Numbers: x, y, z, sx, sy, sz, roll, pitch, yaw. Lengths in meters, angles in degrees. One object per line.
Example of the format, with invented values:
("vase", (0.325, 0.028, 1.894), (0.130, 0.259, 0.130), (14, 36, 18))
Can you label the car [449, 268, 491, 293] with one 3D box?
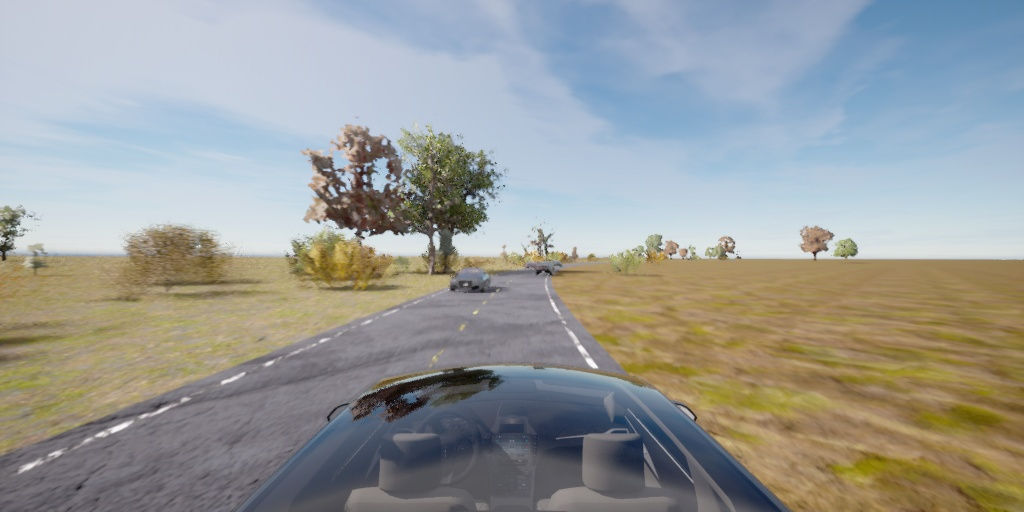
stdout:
("car", (-2.422, 1.403, 21.671), (1.994, 1.385, 4.181), (0, 0, 4))

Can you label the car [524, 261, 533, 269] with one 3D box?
("car", (3.399, 1.643, 63.054), (1.994, 1.385, 4.181), (0, 0, 12))

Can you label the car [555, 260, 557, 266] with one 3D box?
("car", (6.016, 1.583, 61.129), (2.128, 1.511, 4.902), (0, 0, 12))

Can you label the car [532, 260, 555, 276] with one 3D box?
("car", (3.774, 1.491, 41.975), (1.837, 1.490, 4.892), (0, 0, 8))
